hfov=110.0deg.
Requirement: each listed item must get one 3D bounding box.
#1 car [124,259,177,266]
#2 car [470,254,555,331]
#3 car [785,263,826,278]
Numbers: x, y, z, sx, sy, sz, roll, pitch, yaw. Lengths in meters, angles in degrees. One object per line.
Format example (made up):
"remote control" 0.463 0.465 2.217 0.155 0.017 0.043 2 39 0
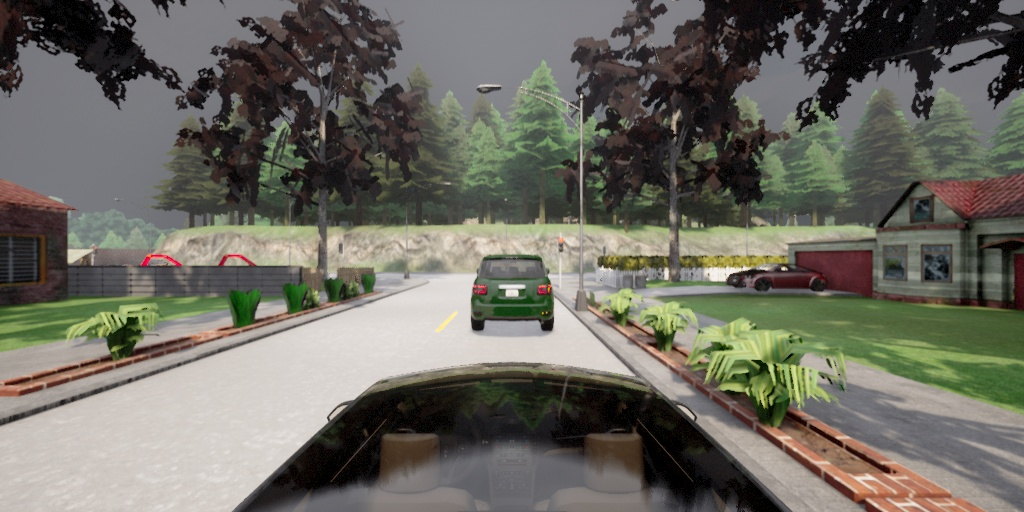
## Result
"car" -33.502 1.073 33.619 4.553 1.767 2.097 0 0 0
"car" 0.028 0.963 11.090 2.150 2.045 5.566 0 0 1
"car" 32.211 1.195 37.727 5.008 1.535 1.882 0 0 0
